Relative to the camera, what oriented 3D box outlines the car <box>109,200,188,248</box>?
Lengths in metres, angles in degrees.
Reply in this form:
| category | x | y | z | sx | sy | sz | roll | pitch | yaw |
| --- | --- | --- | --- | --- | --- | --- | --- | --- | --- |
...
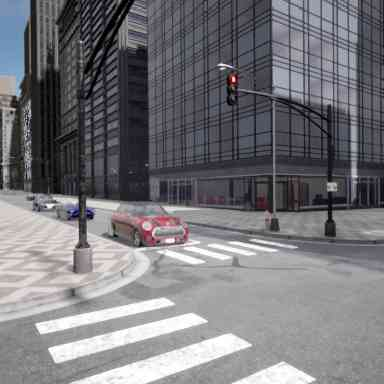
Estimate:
| category | x | y | z | sx | sy | sz | roll | pitch | yaw |
| --- | --- | --- | --- | --- | --- | --- | --- | --- | --- |
| car | -2.035 | 1.266 | 14.695 | 2.097 | 1.767 | 4.553 | -1 | 1 | -32 |

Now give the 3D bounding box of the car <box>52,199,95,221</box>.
| category | x | y | z | sx | sy | sz | roll | pitch | yaw |
| --- | --- | --- | --- | --- | --- | --- | --- | --- | --- |
| car | -8.840 | 1.402 | 24.977 | 1.895 | 1.301 | 4.718 | -1 | 1 | -34 |

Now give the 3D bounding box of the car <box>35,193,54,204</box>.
| category | x | y | z | sx | sy | sz | roll | pitch | yaw |
| --- | --- | --- | --- | --- | --- | --- | --- | --- | --- |
| car | -22.871 | 0.951 | 51.438 | 1.837 | 1.490 | 4.892 | -1 | 1 | -34 |

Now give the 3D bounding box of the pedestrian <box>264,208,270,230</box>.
| category | x | y | z | sx | sy | sz | roll | pitch | yaw |
| --- | --- | --- | --- | --- | --- | --- | --- | --- | --- |
| pedestrian | 3.902 | 1.373 | 17.255 | 0.500 | 1.100 | 0.500 | 0 | 0 | -34 |

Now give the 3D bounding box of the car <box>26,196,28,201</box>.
| category | x | y | z | sx | sy | sz | roll | pitch | yaw |
| --- | --- | --- | --- | --- | --- | --- | --- | --- | --- |
| car | -28.438 | 0.922 | 59.669 | 1.895 | 1.301 | 4.718 | -1 | 1 | -34 |

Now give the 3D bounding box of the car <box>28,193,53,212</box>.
| category | x | y | z | sx | sy | sz | roll | pitch | yaw |
| --- | --- | --- | --- | --- | --- | --- | --- | --- | --- |
| car | -15.211 | 1.182 | 34.416 | 2.128 | 1.511 | 4.902 | -1 | 1 | -34 |
